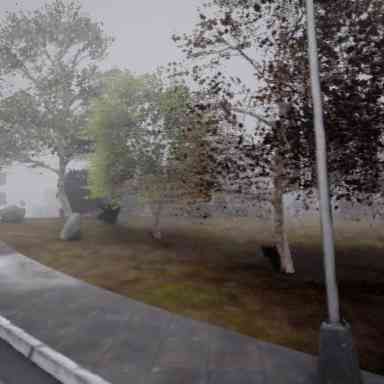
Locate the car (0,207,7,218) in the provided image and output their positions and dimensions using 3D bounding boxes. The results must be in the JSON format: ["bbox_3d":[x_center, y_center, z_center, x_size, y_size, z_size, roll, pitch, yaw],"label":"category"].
[{"bbox_3d":[-20.112,2.036,32.368,2.097,1.767,4.553,-3,-5,-10],"label":"car"}]

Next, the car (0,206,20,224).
[{"bbox_3d":[-24.121,2.932,41.589,2.150,2.045,5.566,-4,-5,2],"label":"car"}]
